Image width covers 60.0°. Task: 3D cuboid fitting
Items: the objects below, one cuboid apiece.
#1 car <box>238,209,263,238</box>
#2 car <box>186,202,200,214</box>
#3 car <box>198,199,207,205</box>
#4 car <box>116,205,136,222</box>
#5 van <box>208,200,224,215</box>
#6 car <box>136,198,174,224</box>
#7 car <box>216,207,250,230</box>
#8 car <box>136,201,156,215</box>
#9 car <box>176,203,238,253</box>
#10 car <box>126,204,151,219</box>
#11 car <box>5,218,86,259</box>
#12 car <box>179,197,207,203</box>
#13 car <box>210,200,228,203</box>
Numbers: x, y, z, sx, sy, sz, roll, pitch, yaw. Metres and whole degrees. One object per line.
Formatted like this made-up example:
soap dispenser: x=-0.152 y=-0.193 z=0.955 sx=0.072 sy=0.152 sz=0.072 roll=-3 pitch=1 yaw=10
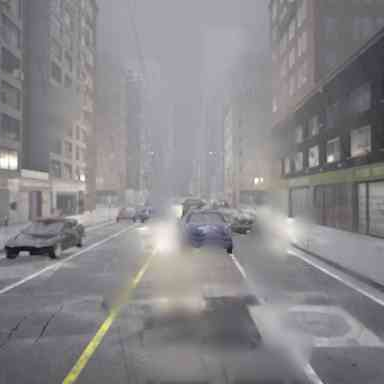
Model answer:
car: x=2.886 y=1.799 z=18.910 sx=2.008 sy=1.369 sz=4.403 roll=0 pitch=-1 yaw=0
car: x=0.165 y=2.115 z=45.171 sx=1.812 sy=1.442 sz=4.674 roll=0 pitch=-1 yaw=-1
car: x=2.704 y=2.572 z=84.890 sx=1.967 sy=1.590 sz=4.097 roll=0 pitch=-1 yaw=-1
car: x=-5.622 y=1.973 z=29.961 sx=1.802 sy=1.307 sz=4.206 roll=0 pitch=-1 yaw=0
van: x=2.921 y=1.876 z=41.005 sx=1.690 sy=1.788 sz=3.998 roll=0 pitch=-1 yaw=0
car: x=-3.057 y=1.596 z=28.685 sx=2.150 sy=2.045 sz=5.566 roll=0 pitch=-1 yaw=0
car: x=2.895 y=1.871 z=24.433 sx=2.008 sy=1.369 sz=4.403 roll=0 pitch=-1 yaw=0
car: x=-5.605 y=1.975 z=41.012 sx=1.967 sy=1.590 sz=4.097 roll=0 pitch=-1 yaw=0
car: x=0.421 y=1.546 z=14.755 sx=2.097 sy=1.767 sz=4.553 roll=0 pitch=-1 yaw=-5
car: x=-5.614 y=2.029 z=35.486 sx=1.947 sy=1.339 sz=4.313 roll=0 pitch=-1 yaw=0
car: x=-5.648 y=1.741 z=13.388 sx=1.947 sy=1.339 sz=4.313 roll=0 pitch=-1 yaw=0
car: x=0.143 y=1.628 z=31.335 sx=2.150 sy=2.045 sz=5.566 roll=0 pitch=-1 yaw=0
car: x=2.912 y=1.779 z=35.483 sx=2.192 sy=1.841 sz=5.009 roll=0 pitch=-1 yaw=0
